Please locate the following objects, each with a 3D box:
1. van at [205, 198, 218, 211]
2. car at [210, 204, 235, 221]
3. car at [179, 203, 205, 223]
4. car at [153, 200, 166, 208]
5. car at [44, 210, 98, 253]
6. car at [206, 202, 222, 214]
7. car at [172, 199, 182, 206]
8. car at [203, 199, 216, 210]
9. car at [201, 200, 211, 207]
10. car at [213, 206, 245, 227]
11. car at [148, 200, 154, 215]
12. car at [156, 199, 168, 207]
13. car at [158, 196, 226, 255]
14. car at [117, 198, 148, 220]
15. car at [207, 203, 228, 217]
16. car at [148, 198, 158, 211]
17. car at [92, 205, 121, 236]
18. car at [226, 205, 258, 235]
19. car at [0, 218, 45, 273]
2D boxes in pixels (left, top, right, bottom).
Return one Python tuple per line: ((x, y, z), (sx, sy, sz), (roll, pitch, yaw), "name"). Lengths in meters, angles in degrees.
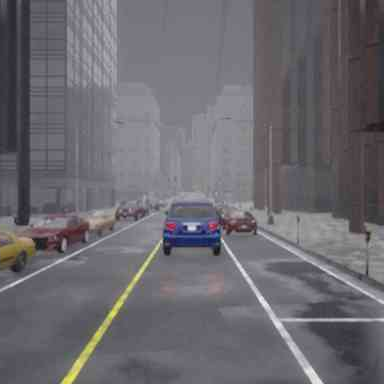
((2.756, 1.798, 48.175), (1.690, 1.788, 3.998), (0, 0, 0), "van")
((2.757, 1.870, 31.240), (1.947, 1.339, 4.313), (0, -1, 0), "car")
((0.004, 1.778, 29.294), (2.128, 1.511, 4.902), (0, 0, 0), "car")
((-5.769, 2.097, 59.464), (1.887, 1.381, 4.507), (0, 0, 0), "car")
((-5.768, 1.683, 14.314), (1.887, 1.381, 4.507), (0, -1, 0), "car")
((2.757, 1.989, 42.529), (1.802, 1.307, 4.206), (0, -1, 0), "car")
((-2.991, 2.144, 68.836), (1.837, 1.490, 4.892), (0, -1, 0), "car")
((2.756, 1.946, 53.819), (1.967, 1.590, 4.097), (0, 0, 0), "car")
((2.757, 2.181, 65.106), (1.802, 1.307, 4.206), (0, 0, 0), "car")
((2.757, 1.816, 25.596), (1.947, 1.339, 4.313), (0, -1, 0), "car")
((-5.769, 1.901, 36.889), (1.887, 1.381, 4.507), (0, -1, 0), "car")
((-5.769, 2.165, 65.108), (1.947, 1.339, 4.313), (0, 0, 0), "car")
((0.000, 1.352, 14.020), (2.150, 2.045, 5.566), (0, 0, 0), "car")
((-5.770, 1.619, 31.247), (2.192, 1.841, 5.009), (0, -1, 0), "car")
((2.757, 1.907, 36.885), (2.008, 1.369, 4.403), (0, -1, 0), "car")
((-5.770, 1.772, 48.179), (2.192, 1.841, 5.009), (0, -1, 0), "car")
((-5.769, 1.718, 19.788), (1.752, 1.417, 4.829), (0, -1, 0), "car")
((2.757, 1.739, 19.951), (1.887, 1.381, 4.507), (0, -1, 0), "car")
((-5.768, 1.607, 8.501), (1.752, 1.417, 4.829), (0, -1, 0), "car")
